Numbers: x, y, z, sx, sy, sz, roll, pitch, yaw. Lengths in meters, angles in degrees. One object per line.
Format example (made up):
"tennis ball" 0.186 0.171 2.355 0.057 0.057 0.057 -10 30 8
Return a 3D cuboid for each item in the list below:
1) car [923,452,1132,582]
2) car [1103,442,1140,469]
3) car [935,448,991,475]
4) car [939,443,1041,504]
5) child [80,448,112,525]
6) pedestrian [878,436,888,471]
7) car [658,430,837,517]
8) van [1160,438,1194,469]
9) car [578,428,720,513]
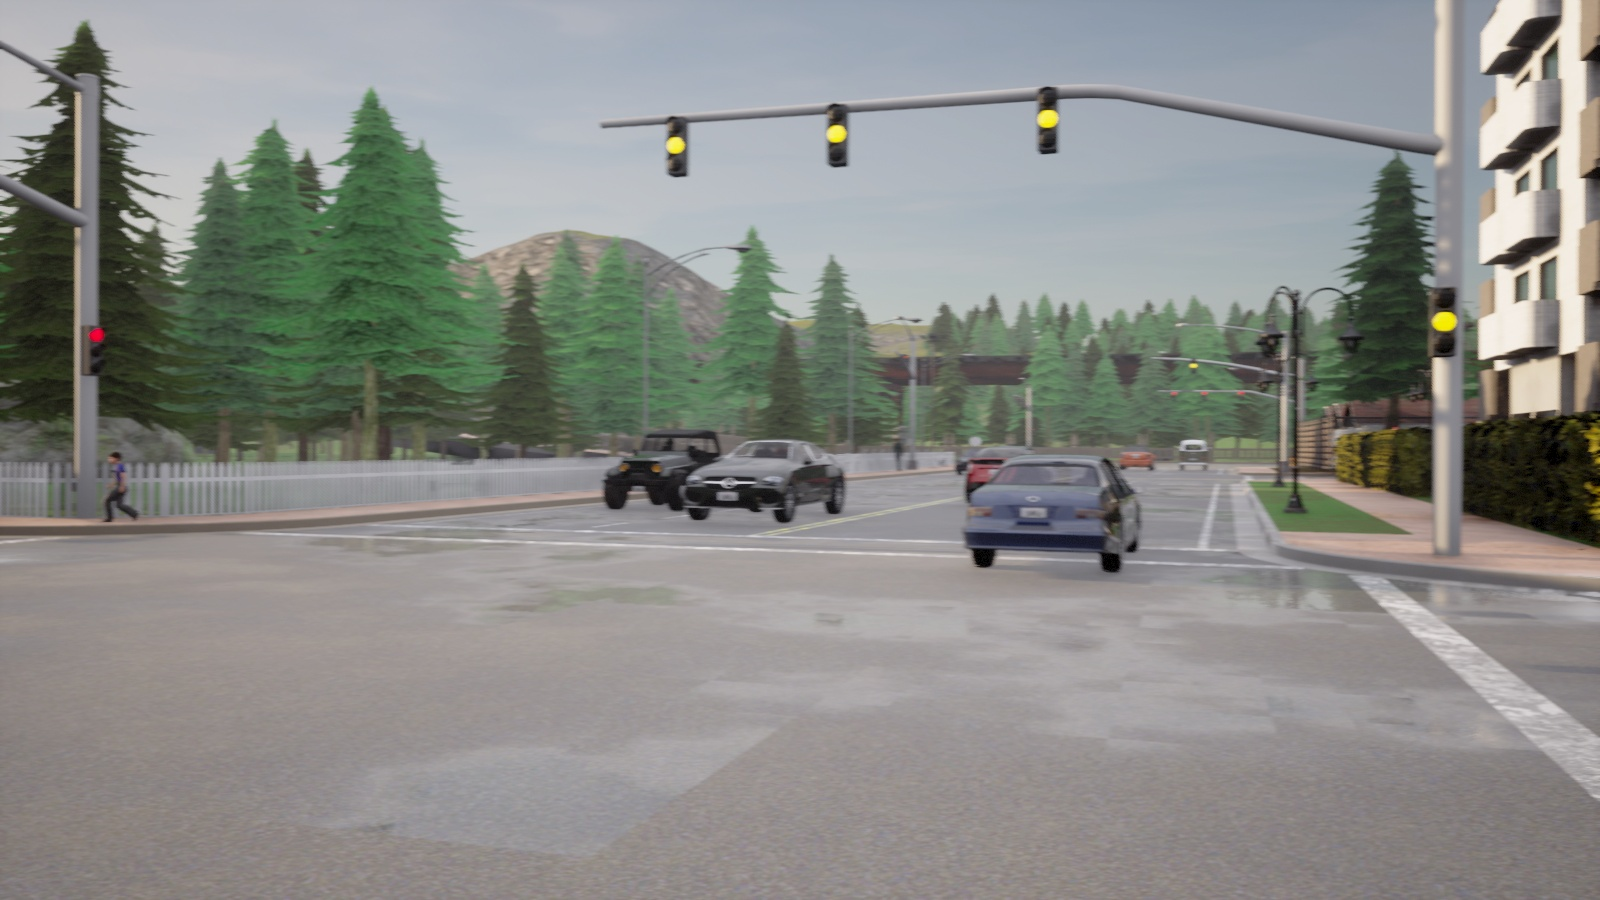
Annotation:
"car" 3.226 0.741 16.753 2.033 1.411 5.357 0 0 18
"car" 21.502 0.363 83.939 2.097 1.767 4.553 0 0 18
"car" 8.832 0.588 67.709 2.033 1.411 5.357 0 0 18
"car" 5.252 0.588 34.218 2.007 1.525 4.514 0 0 18
"child" -11.716 0.601 20.898 0.437 1.263 0.270 0 0 -23
"pedestrian" 4.487 0.192 68.075 0.353 1.847 0.614 0 0 21
"car" -0.963 0.436 26.467 2.152 1.651 5.027 0 0 18
"van" 25.641 0.229 85.334 2.069 2.038 4.480 0 0 18
"car" -3.510 0.440 29.941 1.905 1.878 3.866 0 0 18
